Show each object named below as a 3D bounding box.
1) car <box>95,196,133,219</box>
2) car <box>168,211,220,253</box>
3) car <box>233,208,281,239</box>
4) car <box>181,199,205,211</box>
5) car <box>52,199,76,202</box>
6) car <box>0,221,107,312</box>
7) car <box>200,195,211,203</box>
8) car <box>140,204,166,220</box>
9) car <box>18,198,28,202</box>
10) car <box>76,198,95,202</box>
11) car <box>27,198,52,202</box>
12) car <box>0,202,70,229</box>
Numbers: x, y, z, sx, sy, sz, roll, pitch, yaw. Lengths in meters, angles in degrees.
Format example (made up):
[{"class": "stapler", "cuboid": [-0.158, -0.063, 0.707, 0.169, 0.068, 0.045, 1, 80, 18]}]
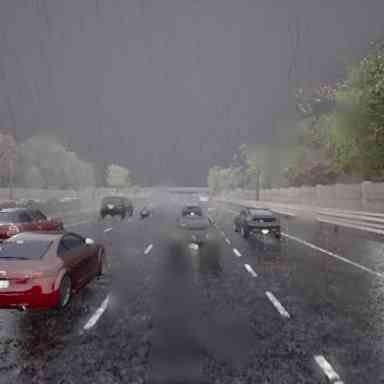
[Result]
[{"class": "car", "cuboid": [-6.975, 1.425, 31.241, 2.150, 2.045, 5.566, 0, 0, 0]}, {"class": "car", "cuboid": [0.070, 1.692, 14.210, 1.895, 1.301, 4.718, 0, 0, 0]}, {"class": "car", "cuboid": [3.459, 1.617, 18.153, 1.837, 1.490, 4.892, 0, 0, 0]}, {"class": "car", "cuboid": [0.027, 1.712, 31.938, 1.837, 1.490, 4.892, 0, 0, 0]}, {"class": "car", "cuboid": [-21.172, 1.927, 56.569, 2.033, 1.411, 5.357, 0, 0, 1]}, {"class": "car", "cuboid": [-3.413, 1.615, 7.895, 1.994, 1.385, 4.181, 0, 0, 0]}, {"class": "car", "cuboid": [3.293, 1.865, 88.860, 2.150, 2.045, 5.566, 0, -1, 0]}, {"class": "car", "cuboid": [-3.468, 1.799, 30.534, 1.895, 1.301, 4.718, 0, 0, 0]}, {"class": "car", "cuboid": [-28.166, 1.886, 56.683, 1.837, 1.490, 4.892, 0, 0, 0]}, {"class": "car", "cuboid": [-17.684, 1.886, 57.075, 1.837, 1.490, 4.892, 0, 0, 0]}, {"class": "car", "cuboid": [-24.678, 1.919, 55.456, 2.033, 1.411, 5.357, 0, 0, 1]}, {"class": "car", "cuboid": [-6.932, 1.440, 13.511, 2.097, 1.767, 4.553, 0, 0, 0]}]
